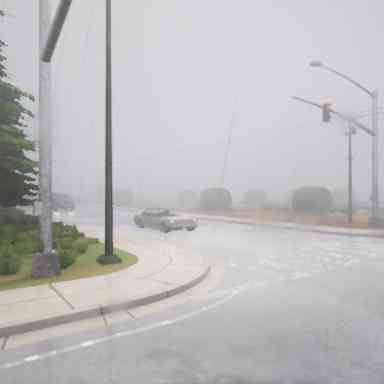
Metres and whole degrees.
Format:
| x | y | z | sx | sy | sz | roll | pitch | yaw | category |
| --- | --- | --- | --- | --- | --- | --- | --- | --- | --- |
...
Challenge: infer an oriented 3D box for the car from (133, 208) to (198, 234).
| x | y | z | sx | sy | sz | roll | pitch | yaw | category |
| --- | --- | --- | --- | --- | --- | --- | --- | --- | --- |
| -1.646 | 1.616 | 19.425 | 1.895 | 1.301 | 4.718 | 0 | 0 | -34 | car |

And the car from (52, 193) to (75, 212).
| x | y | z | sx | sy | sz | roll | pitch | yaw | category |
| --- | --- | --- | --- | --- | --- | --- | --- | --- | --- |
| -15.845 | 1.186 | 40.194 | 2.150 | 2.045 | 5.566 | 0 | 2 | -34 | car |
